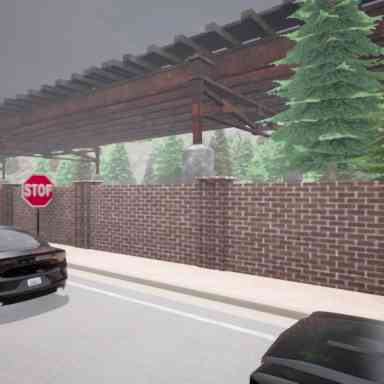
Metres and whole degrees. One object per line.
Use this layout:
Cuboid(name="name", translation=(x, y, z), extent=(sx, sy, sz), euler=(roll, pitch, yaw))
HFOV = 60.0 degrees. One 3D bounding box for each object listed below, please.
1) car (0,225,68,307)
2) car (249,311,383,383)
Cuboid(name="car", translation=(-4.862, 1.478, 7.512), extent=(5.008, 1.535, 1.882), euler=(0, 0, 36))
Cuboid(name="car", translation=(2.696, 1.601, 2.022), extent=(4.718, 1.301, 1.895), euler=(0, 0, 36))
